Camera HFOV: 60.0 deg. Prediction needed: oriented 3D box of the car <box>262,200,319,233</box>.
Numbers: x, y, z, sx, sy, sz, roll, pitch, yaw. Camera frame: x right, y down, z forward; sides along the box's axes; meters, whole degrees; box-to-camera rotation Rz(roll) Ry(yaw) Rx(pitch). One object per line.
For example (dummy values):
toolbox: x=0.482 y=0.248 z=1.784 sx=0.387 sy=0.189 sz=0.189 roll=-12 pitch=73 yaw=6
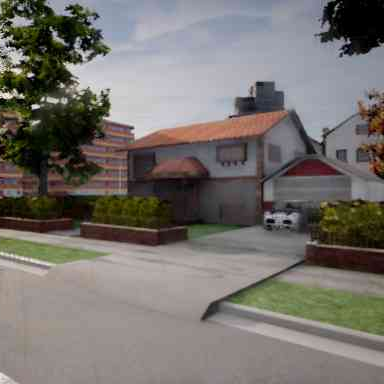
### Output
car: x=5.081 y=1.155 z=16.744 sx=1.970 sy=1.475 sz=3.806 roll=0 pitch=0 yaw=37
